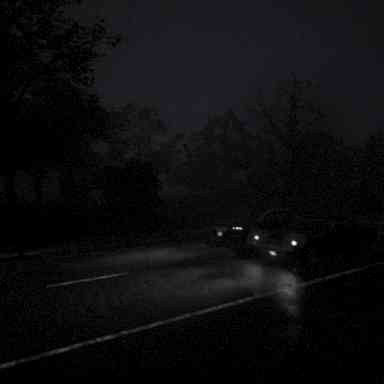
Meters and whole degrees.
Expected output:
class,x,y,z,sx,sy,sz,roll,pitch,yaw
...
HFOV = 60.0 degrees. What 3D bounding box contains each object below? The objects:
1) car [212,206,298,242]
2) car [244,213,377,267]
class,x,y,z,sx,sy,sz,roll,pitch,yaw
car,3.115,1.405,14.817,4.902,1.511,2.128,-1,0,-36
car,4.240,1.523,11.320,4.718,1.301,1.895,-1,0,-36
